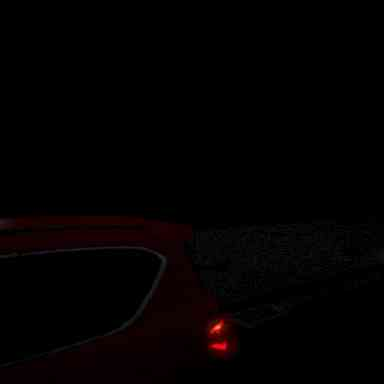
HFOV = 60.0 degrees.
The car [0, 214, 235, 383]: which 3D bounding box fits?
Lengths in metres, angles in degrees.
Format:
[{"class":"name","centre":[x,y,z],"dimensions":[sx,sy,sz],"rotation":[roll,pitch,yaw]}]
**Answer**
[{"class":"car","centre":[-2.278,1.221,1.754],"dimensions":[5.566,2.045,2.150],"rotation":[0,0,-35]}]
